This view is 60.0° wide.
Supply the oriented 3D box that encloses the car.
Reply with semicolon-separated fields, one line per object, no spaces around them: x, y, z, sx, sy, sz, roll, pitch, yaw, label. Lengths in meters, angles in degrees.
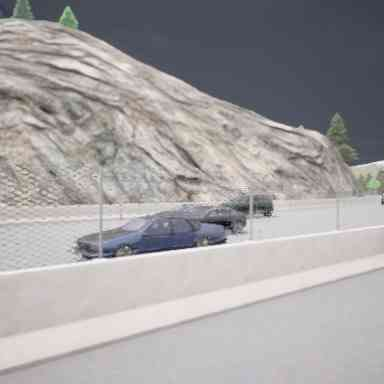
-1.225;1.547;11.721;5.357;1.411;2.033;0;0;-36;car
